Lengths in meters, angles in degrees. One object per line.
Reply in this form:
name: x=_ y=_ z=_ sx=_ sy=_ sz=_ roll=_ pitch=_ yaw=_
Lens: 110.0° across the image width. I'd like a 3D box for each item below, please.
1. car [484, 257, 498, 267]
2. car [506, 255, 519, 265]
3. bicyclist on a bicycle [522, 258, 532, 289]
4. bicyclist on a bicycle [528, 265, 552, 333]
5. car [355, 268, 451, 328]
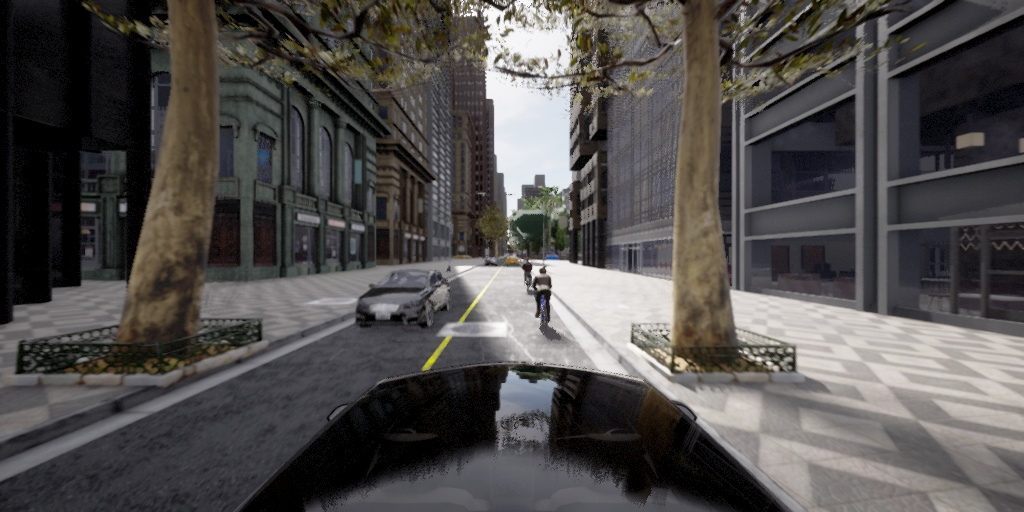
car: x=-3.064 y=0.869 z=53.692 sx=2.033 sy=1.411 sz=5.357 roll=0 pitch=0 yaw=0
car: x=0.097 y=0.750 z=60.276 sx=1.882 sy=1.535 sz=5.008 roll=0 pitch=0 yaw=0
bicyclist on a bicycle: x=0.824 y=0.969 z=19.165 sx=0.659 sy=1.776 sz=1.843 roll=0 pitch=1 yaw=0
bicyclist on a bicycle: x=0.824 y=1.134 z=9.554 sx=0.582 sy=1.620 sz=1.656 roll=0 pitch=0 yaw=0
car: x=-3.099 y=1.159 z=11.073 sx=2.128 sy=1.511 sz=4.902 roll=0 pitch=0 yaw=0
